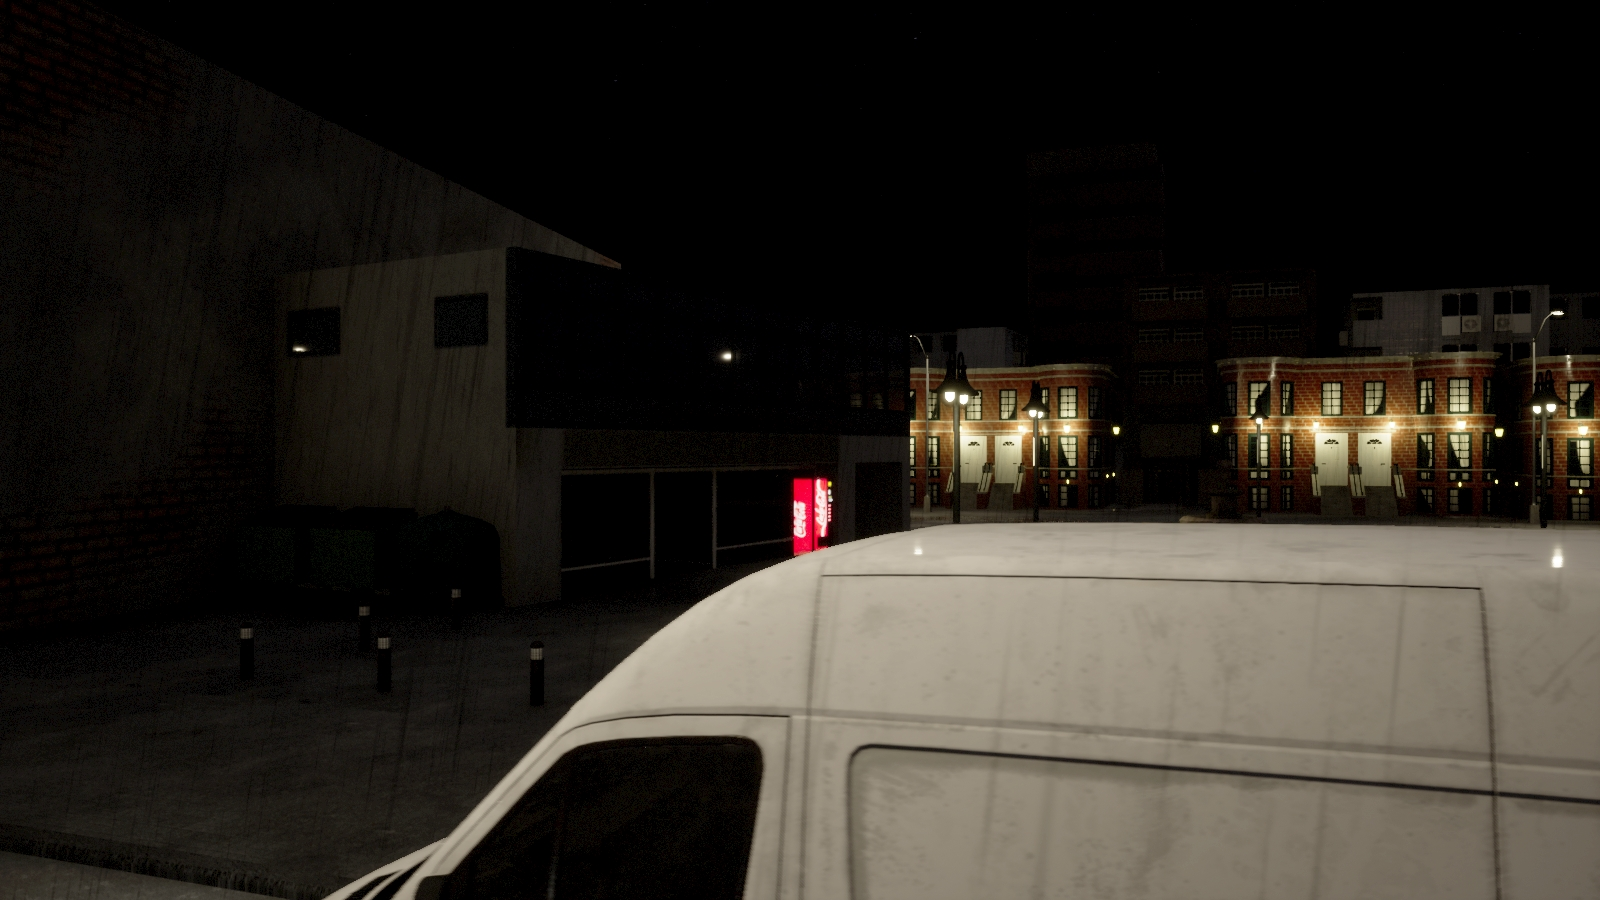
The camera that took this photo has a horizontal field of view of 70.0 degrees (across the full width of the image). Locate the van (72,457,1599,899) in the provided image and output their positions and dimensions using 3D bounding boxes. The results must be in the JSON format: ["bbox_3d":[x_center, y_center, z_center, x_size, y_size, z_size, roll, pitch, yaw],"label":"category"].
[{"bbox_3d":[0.820,1.314,3.539,5.915,2.561,1.988,0,0,20],"label":"van"}]
